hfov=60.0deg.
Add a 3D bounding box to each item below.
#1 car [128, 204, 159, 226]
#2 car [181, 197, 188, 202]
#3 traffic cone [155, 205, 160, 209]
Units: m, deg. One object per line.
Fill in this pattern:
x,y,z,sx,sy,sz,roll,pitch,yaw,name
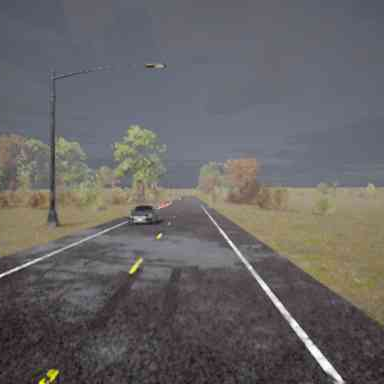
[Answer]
-3.575,1.662,25.046,1.812,1.442,4.674,0,0,0,car
-2.108,1.967,89.921,1.882,1.535,5.008,0,0,-3,car
-4.859,2.198,44.527,0.340,0.580,0.340,0,0,0,traffic cone
